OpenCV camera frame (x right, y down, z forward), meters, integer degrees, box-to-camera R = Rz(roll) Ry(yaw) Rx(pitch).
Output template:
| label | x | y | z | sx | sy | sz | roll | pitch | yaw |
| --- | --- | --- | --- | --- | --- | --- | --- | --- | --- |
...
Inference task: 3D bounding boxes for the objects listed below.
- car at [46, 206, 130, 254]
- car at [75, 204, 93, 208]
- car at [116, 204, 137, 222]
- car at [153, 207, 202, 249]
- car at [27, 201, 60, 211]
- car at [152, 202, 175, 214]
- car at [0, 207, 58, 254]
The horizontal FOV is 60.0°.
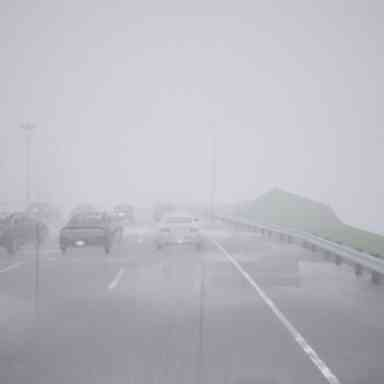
| label | x | y | z | sx | sy | sz | roll | pitch | yaw |
| --- | --- | --- | --- | --- | --- | --- | --- | --- | --- |
| car | -4.081 | 1.588 | 14.016 | 2.128 | 1.511 | 4.902 | 0 | 0 | -4 |
| car | -9.506 | 1.769 | 29.650 | 1.994 | 1.385 | 4.181 | 0 | 0 | -9 |
| car | -5.657 | 1.733 | 27.761 | 2.033 | 1.411 | 5.357 | 0 | 0 | -8 |
| car | -0.645 | 1.621 | 14.897 | 1.812 | 1.442 | 4.674 | 0 | 0 | -5 |
| car | -12.933 | 1.557 | 28.876 | 2.097 | 1.767 | 4.553 | 0 | 0 | -9 |
| car | -2.535 | 1.689 | 30.399 | 2.128 | 1.511 | 4.902 | 0 | 0 | -9 |
| car | -7.581 | 1.593 | 13.813 | 2.128 | 1.511 | 4.902 | 0 | 0 | -4 |
